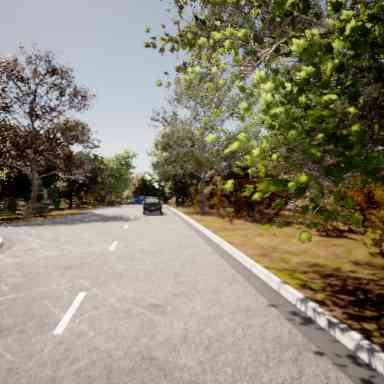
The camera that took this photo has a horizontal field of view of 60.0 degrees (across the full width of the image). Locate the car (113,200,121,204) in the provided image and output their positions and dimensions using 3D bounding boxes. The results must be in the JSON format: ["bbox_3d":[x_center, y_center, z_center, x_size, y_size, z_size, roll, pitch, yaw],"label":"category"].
[{"bbox_3d":[-20.591,2.615,84.051,5.008,1.535,1.882,-1,-2,10],"label":"car"}]

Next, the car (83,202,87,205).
[{"bbox_3d":[-25.544,2.654,80.895,5.357,1.411,2.033,-1,-2,-3],"label":"car"}]

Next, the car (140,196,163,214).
[{"bbox_3d":[-4.029,1.397,33.935,1.882,1.535,5.008,-1,0,-7],"label":"car"}]

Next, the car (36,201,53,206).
[{"bbox_3d":[-35.901,2.872,82.646,5.357,1.411,2.033,-1,-2,-3],"label":"car"}]

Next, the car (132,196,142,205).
[{"bbox_3d":[-12.052,2.068,78.892,2.150,2.045,5.566,1,-3,-40],"label":"car"}]

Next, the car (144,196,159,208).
[{"bbox_3d":[-6.358,1.534,52.247,2.097,1.767,4.553,-1,-1,-7],"label":"car"}]
